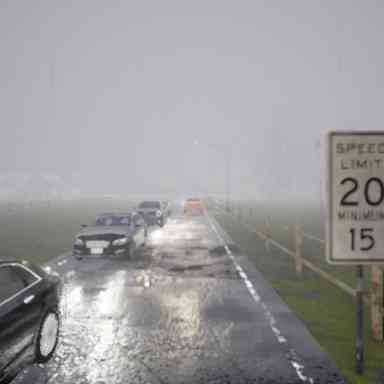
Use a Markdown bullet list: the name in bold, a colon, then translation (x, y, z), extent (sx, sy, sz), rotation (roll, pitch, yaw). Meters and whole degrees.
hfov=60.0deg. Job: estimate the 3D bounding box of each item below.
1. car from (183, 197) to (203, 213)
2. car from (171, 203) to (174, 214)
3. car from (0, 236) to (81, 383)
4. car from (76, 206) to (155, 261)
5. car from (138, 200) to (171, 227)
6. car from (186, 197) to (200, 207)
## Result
- **car**: translation (0.114, 1.334, 36.840), extent (2.097, 1.767, 4.553), rotation (0, 0, -1)
- **car**: translation (-2.803, 1.532, 32.582), extent (2.033, 1.411, 5.357), rotation (0, 0, 0)
- **car**: translation (-2.821, 1.505, 3.072), extent (1.837, 1.490, 4.892), rotation (0, 0, 0)
- **car**: translation (-2.822, 1.487, 12.373), extent (2.128, 1.511, 4.902), rotation (0, 0, 0)
- **car**: translation (-2.810, 1.343, 22.384), extent (2.097, 1.767, 4.553), rotation (0, 0, 0)
- **car**: translation (0.109, 1.518, 51.272), extent (2.033, 1.411, 5.357), rotation (0, 0, 0)
